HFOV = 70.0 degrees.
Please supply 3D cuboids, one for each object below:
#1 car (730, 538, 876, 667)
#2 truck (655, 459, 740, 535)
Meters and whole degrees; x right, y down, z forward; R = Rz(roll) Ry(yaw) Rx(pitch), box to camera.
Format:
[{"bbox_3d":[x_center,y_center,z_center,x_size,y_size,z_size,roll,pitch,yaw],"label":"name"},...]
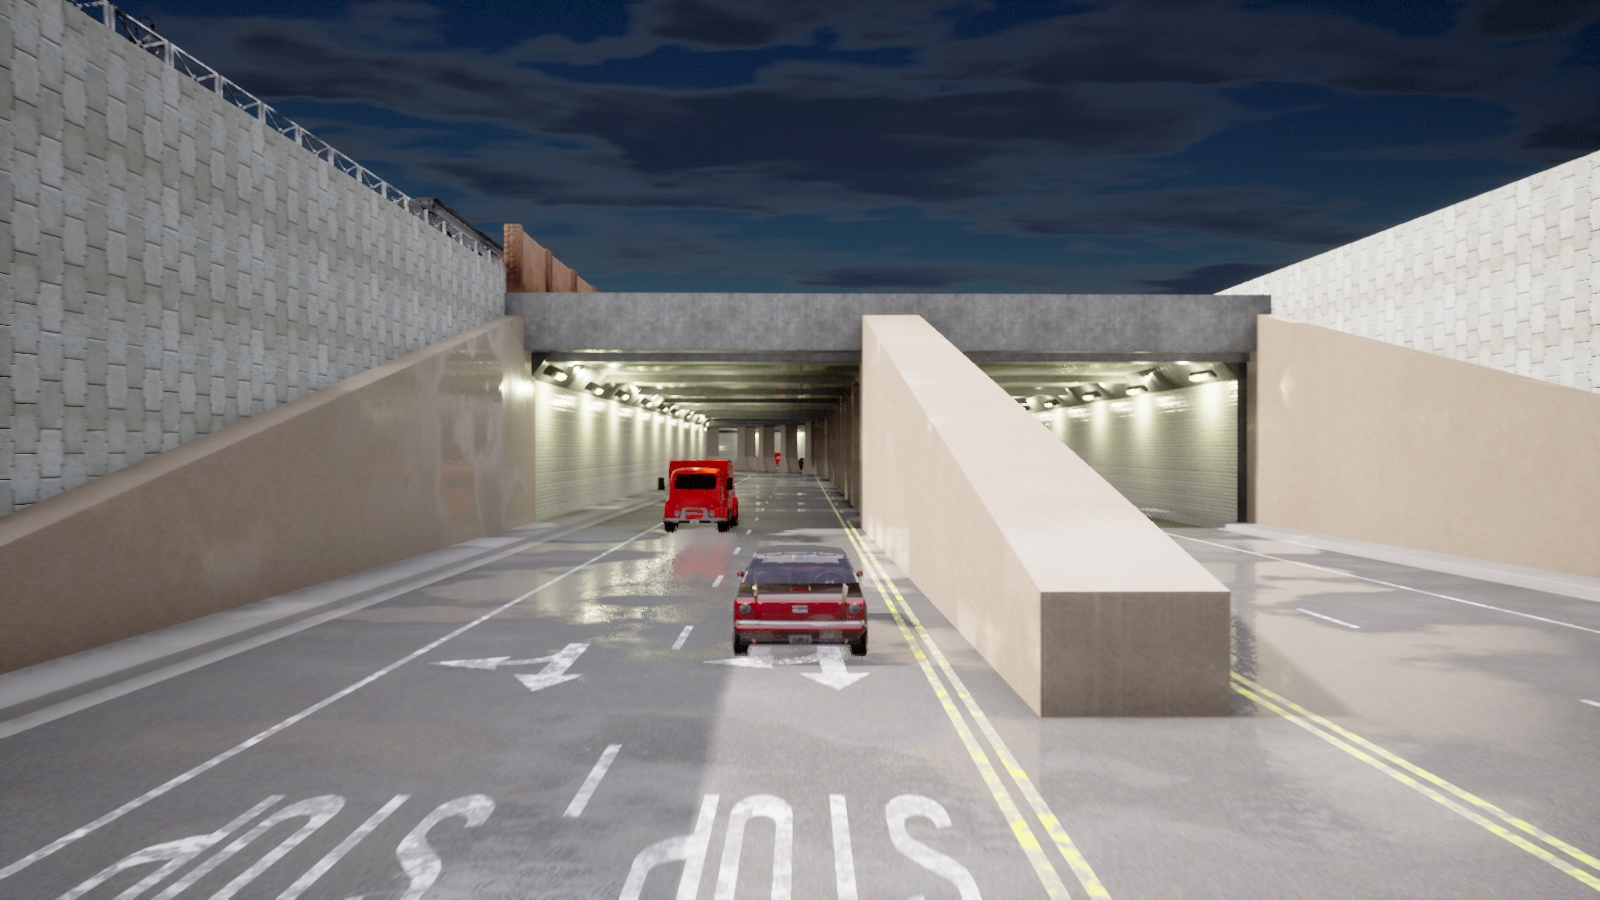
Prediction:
[{"bbox_3d":[0.035,2.154,17.159,1.895,1.301,4.718,0,0,0],"label":"car"},{"bbox_3d":[-3.518,1.567,40.311,2.627,2.467,5.204,0,0,-1],"label":"truck"}]
